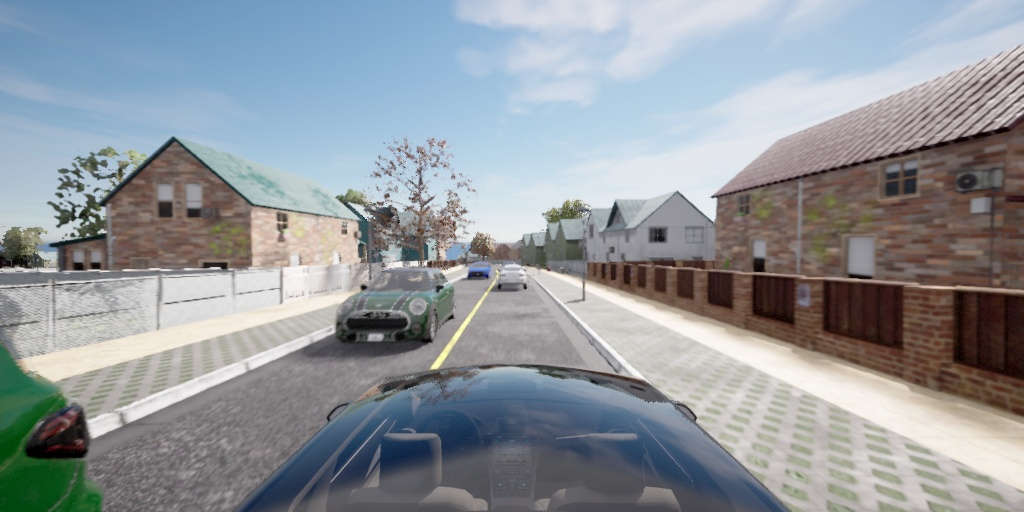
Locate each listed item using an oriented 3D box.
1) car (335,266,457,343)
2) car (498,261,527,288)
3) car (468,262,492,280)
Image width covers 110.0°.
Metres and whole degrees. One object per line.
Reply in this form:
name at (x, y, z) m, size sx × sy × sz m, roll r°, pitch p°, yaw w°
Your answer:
car at (-2.832, 1.101, 9.696) m, size 2.097 × 1.767 × 4.553 m, roll 0°, pitch 0°, yaw 0°
car at (0.036, 1.300, 23.691) m, size 1.812 × 1.442 × 4.674 m, roll 0°, pitch 0°, yaw 1°
car at (-2.851, 1.282, 32.295) m, size 1.882 × 1.535 × 5.008 m, roll 0°, pitch 0°, yaw 0°
